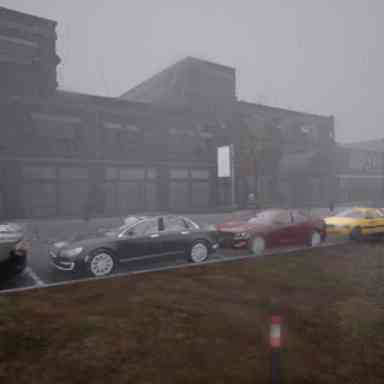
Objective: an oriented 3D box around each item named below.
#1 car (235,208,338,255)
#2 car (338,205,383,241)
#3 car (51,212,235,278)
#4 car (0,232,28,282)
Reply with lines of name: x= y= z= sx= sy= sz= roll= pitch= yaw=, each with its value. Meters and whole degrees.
car: x=3.091 y=1.404 z=12.836 sx=5.008 sy=1.535 sz=2.097 roll=1 pitch=-1 yaw=-33
car: x=8.277 y=1.446 z=16.553 sx=5.366 sy=1.575 sz=1.946 roll=1 pitch=0 yaw=-33
car: x=-1.429 y=1.354 z=9.605 sx=4.892 sy=1.521 sz=2.231 roll=0 pitch=0 yaw=-33
car: x=-5.937 y=1.283 z=6.382 sx=5.008 sy=1.535 sz=2.097 roll=1 pitch=0 yaw=-33
